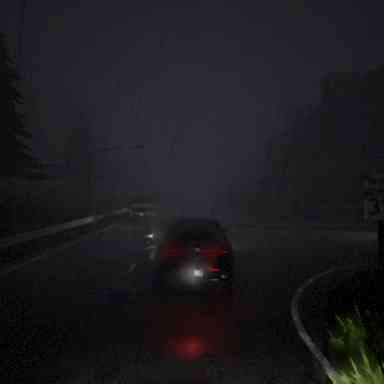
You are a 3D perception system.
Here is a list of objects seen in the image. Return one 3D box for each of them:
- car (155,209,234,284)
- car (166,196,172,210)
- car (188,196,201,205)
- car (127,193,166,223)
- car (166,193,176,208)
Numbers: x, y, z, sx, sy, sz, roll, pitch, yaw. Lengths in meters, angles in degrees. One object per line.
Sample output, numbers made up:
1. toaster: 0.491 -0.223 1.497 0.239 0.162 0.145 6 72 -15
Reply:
1. car: 0.079 1.465 9.508 1.837 1.490 4.892 -1 1 0
2. car: -3.599 1.485 36.435 1.882 1.535 5.008 0 0 0
3. car: 0.404 1.504 57.066 2.128 1.511 4.902 0 0 7
4. car: -3.597 1.227 26.295 2.150 2.045 5.566 0 0 0
5. car: -3.533 1.233 48.767 2.150 2.045 5.566 0 0 3
